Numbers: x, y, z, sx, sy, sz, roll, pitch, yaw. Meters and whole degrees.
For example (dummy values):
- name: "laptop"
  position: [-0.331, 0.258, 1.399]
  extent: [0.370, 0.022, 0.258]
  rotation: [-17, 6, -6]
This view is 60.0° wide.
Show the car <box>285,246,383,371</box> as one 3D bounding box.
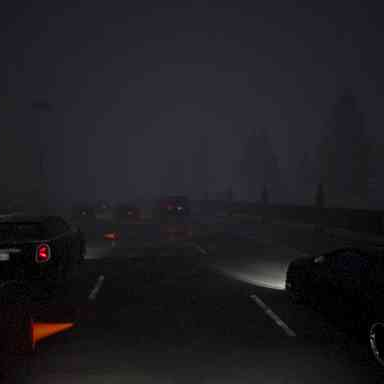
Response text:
- name: "car"
  position: [3.197, 1.608, 5.706]
  extent: [1.994, 1.385, 4.181]
  rotation: [0, 0, -6]

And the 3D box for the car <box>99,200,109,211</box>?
- name: "car"
  position: [-11.621, 1.761, 42.274]
  extent: [1.994, 1.385, 4.181]
  rotation: [0, 0, -27]

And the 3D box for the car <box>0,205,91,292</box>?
- name: "car"
  position: [-4.283, 1.389, 9.051]
  extent: [2.097, 1.767, 4.553]
  rotation: [0, 0, -9]

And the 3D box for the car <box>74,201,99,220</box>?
- name: "car"
  position: [-9.684, 1.610, 29.494]
  extent: [1.882, 1.535, 5.008]
  rotation: [0, 0, -20]

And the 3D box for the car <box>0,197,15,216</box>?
- name: "car"
  position: [-20.051, 1.482, 35.322]
  extent: [2.097, 1.767, 4.553]
  rotation: [0, 0, -27]

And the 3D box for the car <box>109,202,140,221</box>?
- name: "car"
  position: [-5.858, 1.622, 29.190]
  extent: [1.882, 1.535, 5.008]
  rotation: [0, -1, -20]

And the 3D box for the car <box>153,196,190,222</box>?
- name: "car"
  position: [-1.815, 1.374, 28.311]
  extent: [2.150, 2.045, 5.566]
  rotation: [0, 0, -18]
